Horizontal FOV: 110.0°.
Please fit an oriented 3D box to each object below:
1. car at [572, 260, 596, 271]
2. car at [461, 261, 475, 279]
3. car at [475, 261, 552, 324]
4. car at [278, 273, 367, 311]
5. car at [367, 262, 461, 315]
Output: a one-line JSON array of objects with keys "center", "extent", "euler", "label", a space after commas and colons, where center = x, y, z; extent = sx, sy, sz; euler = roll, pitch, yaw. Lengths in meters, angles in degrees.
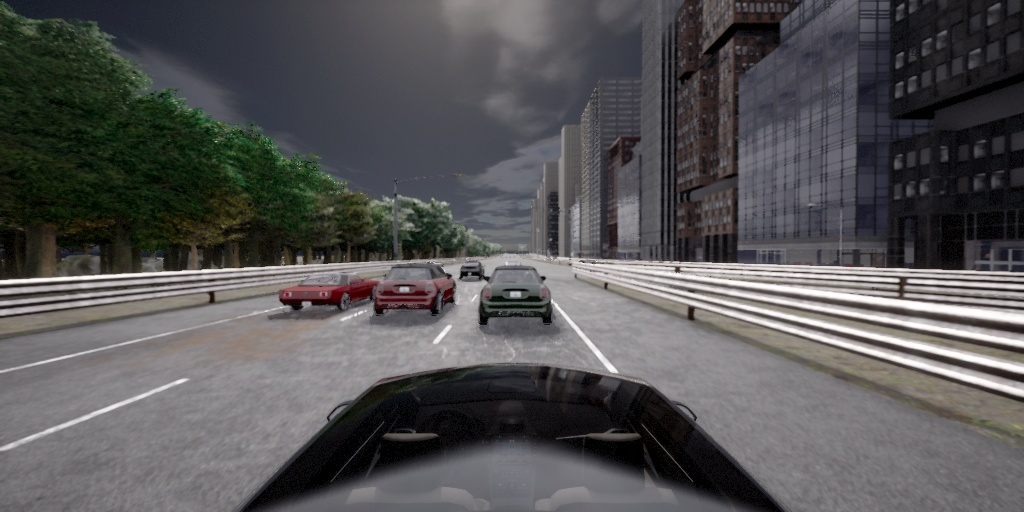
[{"center": [8.819, 1.197, 43.225], "extent": [1.837, 1.490, 4.892], "euler": [0, 0, -12], "label": "car"}, {"center": [-3.395, 1.176, 31.251], "extent": [1.837, 1.490, 4.892], "euler": [0, 0, 0], "label": "car"}, {"center": [0.101, 1.072, 12.018], "extent": [2.097, 1.767, 4.553], "euler": [0, 0, 0], "label": "car"}, {"center": [-6.904, 1.315, 14.279], "extent": [1.895, 1.301, 4.718], "euler": [0, 0, 0], "label": "car"}, {"center": [-3.399, 1.068, 13.453], "extent": [2.097, 1.767, 4.553], "euler": [0, 0, 0], "label": "car"}]
